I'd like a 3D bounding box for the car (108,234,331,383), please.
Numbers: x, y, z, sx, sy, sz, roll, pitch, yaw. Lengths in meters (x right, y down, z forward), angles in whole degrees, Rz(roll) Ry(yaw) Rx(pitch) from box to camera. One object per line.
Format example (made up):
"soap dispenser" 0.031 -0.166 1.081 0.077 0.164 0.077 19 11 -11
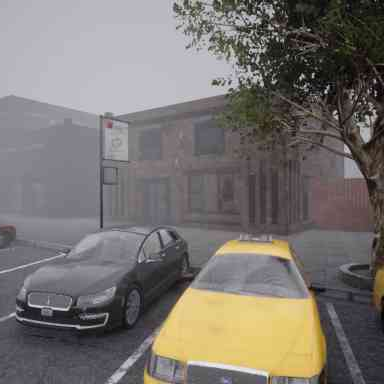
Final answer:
"car" 0.962 1.480 5.186 1.946 1.575 5.366 1 -1 16

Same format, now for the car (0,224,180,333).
"car" -1.424 1.487 7.117 2.231 1.521 4.892 1 -1 16

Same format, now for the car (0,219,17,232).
"car" -8.741 1.528 12.359 2.002 1.452 4.674 1 -1 16

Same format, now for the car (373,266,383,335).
"car" 3.405 1.480 3.442 1.946 1.575 5.366 1 -1 16
